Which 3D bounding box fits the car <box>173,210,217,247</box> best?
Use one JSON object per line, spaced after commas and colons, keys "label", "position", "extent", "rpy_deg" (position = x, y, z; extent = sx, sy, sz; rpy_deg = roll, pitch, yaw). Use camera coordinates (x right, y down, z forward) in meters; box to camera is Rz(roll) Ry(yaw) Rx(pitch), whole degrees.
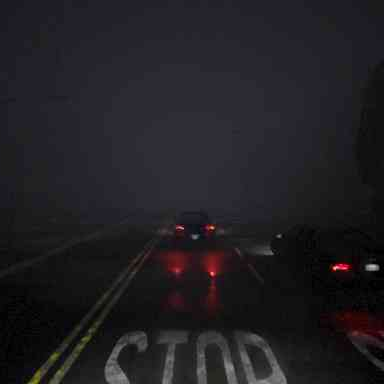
{"label": "car", "position": [0.111, 1.556, 15.179], "extent": [1.812, 1.442, 4.674], "rpy_deg": [0, 0, 0]}

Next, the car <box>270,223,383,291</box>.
{"label": "car", "position": [3.608, 1.565, 9.162], "extent": [2.033, 1.411, 5.357], "rpy_deg": [0, 0, 0]}
